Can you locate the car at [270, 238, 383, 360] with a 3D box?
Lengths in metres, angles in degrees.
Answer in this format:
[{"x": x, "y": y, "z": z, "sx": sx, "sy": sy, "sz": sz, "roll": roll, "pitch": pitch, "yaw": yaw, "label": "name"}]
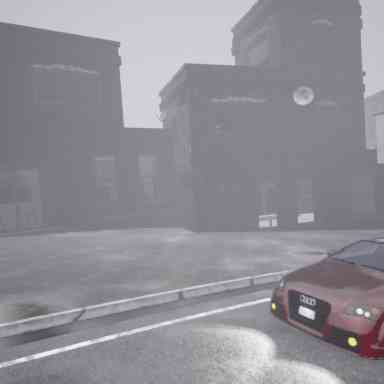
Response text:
[{"x": 3.406, "y": 1.531, "z": 5.680, "sx": 4.181, "sy": 1.385, "sz": 1.994, "roll": 0, "pitch": 1, "yaw": -28, "label": "car"}]
